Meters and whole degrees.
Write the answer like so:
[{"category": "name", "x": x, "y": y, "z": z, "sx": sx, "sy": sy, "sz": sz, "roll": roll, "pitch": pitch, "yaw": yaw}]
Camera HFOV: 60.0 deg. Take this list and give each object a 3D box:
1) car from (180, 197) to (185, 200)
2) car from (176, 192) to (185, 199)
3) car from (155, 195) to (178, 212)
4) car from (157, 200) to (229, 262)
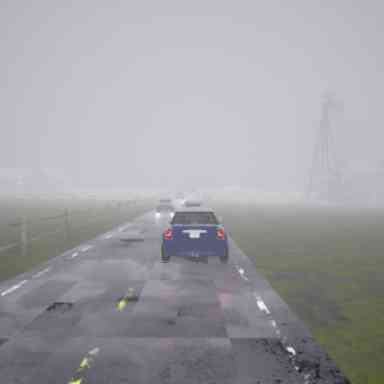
[{"category": "car", "x": 0.084, "y": 1.434, "z": 28.662, "sx": 1.837, "sy": 1.490, "sz": 4.892, "roll": 0, "pitch": 0, "yaw": 0}, {"category": "car", "x": -2.771, "y": 0.913, "z": 76.989, "sx": 2.150, "sy": 2.045, "sz": 5.566, "roll": 0, "pitch": 0, "yaw": 0}, {"category": "car", "x": -2.853, "y": 1.417, "z": 36.502, "sx": 1.837, "sy": 1.490, "sz": 4.892, "roll": 0, "pitch": 0, "yaw": 0}, {"category": "car", "x": 0.088, "y": 1.321, "z": 12.102, "sx": 2.097, "sy": 1.767, "sz": 4.553, "roll": 0, "pitch": 0, "yaw": 0}]
